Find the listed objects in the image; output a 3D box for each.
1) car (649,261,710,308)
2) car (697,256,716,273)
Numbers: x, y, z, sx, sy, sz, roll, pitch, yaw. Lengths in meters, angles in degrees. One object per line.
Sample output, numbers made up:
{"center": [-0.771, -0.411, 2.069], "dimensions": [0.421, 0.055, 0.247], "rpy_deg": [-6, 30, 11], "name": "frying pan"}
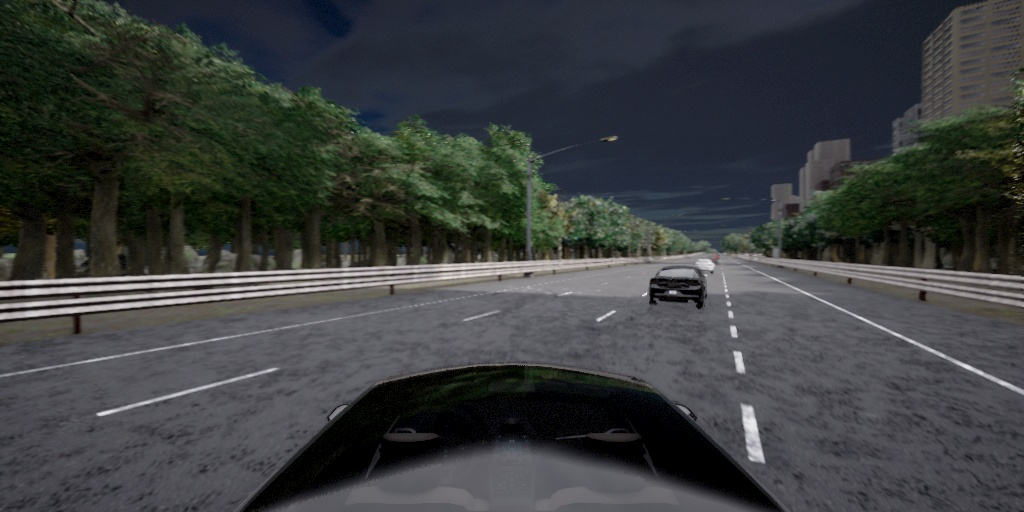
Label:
{"center": [7.044, 1.152, 15.056], "dimensions": [1.882, 1.535, 5.008], "rpy_deg": [0, 0, 30], "name": "car"}
{"center": [20.796, 1.078, 38.843], "dimensions": [1.812, 1.442, 4.674], "rpy_deg": [0, 0, 30], "name": "car"}
